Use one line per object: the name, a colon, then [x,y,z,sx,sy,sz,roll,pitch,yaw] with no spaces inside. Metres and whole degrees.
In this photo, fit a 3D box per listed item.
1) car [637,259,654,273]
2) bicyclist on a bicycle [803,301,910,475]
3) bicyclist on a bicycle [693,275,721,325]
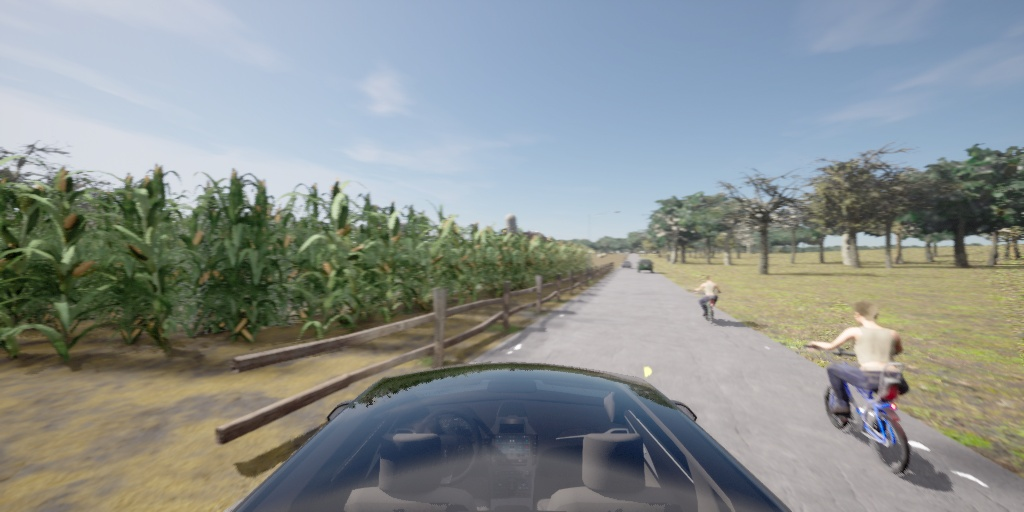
car: [19.811,1.449,53.306,2.150,2.045,5.566,1,1,19]
bicyclist on a bicycle: [3.826,1.292,3.943,0.866,1.612,1.509,1,-1,19]
bicyclist on a bicycle: [6.673,1.444,12.190,0.866,1.612,1.509,1,0,18]
